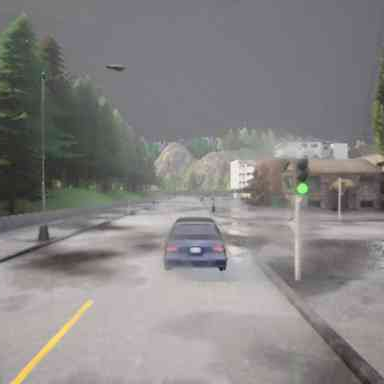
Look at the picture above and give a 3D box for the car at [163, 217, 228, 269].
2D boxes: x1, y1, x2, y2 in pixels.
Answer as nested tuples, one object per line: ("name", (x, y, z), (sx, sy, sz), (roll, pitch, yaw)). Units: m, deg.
("car", (0.092, 1.544, 11.059), (2.033, 1.411, 5.357), (0, 0, 0))
